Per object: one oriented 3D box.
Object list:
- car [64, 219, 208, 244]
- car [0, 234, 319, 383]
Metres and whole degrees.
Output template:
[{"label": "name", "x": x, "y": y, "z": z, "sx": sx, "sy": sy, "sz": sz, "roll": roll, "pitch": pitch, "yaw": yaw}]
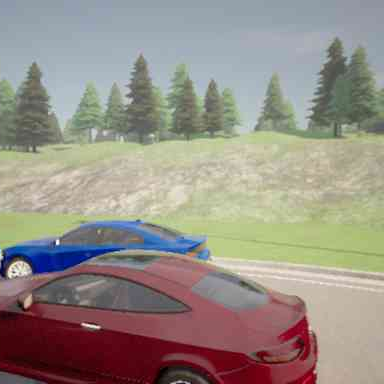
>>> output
[{"label": "car", "x": -2.053, "y": 1.399, "z": 7.906, "sx": 5.008, "sy": 1.535, "sz": 1.882, "roll": 0, "pitch": 0, "yaw": 13}, {"label": "car", "x": -0.924, "y": 1.486, "z": 4.141, "sx": 4.674, "sy": 1.442, "sz": 1.812, "roll": 1, "pitch": 0, "yaw": 21}]
